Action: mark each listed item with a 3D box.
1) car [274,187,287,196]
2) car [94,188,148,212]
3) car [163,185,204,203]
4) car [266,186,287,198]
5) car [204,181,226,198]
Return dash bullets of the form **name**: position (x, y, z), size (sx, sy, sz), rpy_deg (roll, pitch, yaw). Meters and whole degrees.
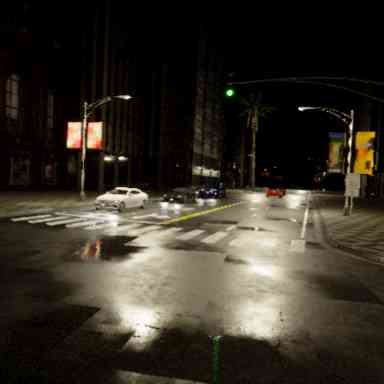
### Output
- **car**: position (15.793, -0.087, 59.103), size (1.812, 1.442, 4.674), rpy_deg (3, 2, 20)
- **car**: position (-4.537, 0.443, 22.118), size (1.812, 1.442, 4.674), rpy_deg (3, 2, 20)
- **car**: position (-0.898, 0.227, 32.130), size (2.033, 1.411, 5.357), rpy_deg (3, 2, 20)
- **car**: position (12.410, -0.036, 49.416), size (2.097, 1.767, 4.553), rpy_deg (3, 3, 21)
- **car**: position (2.807, -0.328, 42.164), size (2.150, 2.045, 5.566), rpy_deg (3, 2, 20)
